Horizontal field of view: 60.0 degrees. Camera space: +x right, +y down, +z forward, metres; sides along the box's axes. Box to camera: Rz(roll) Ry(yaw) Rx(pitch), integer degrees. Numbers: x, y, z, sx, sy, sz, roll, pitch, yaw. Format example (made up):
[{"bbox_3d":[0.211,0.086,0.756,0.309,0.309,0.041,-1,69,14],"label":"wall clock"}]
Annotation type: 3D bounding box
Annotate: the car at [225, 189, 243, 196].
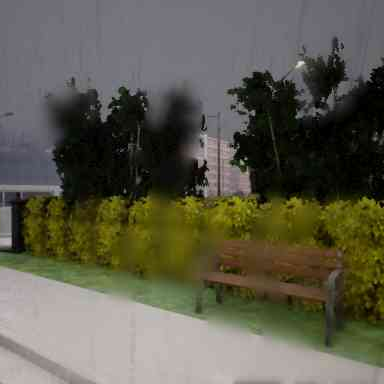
[{"bbox_3d":[9.266,0.406,72.584,2.150,2.045,5.566,0,0,35],"label":"car"}]
